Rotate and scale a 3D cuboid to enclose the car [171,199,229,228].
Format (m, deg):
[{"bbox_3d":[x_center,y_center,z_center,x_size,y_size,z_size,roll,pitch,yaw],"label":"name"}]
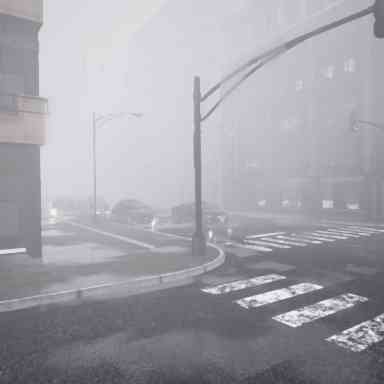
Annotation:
[{"bbox_3d":[0.419,1.434,22.043,2.128,1.511,4.902,-1,1,-35],"label":"car"}]

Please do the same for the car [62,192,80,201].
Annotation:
[{"bbox_3d":[-25.183,0.936,69.189,2.192,1.841,5.009,-1,1,-35],"label":"car"}]

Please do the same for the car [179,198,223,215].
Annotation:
[{"bbox_3d":[0.782,1.360,31.879,1.887,1.381,4.507,-1,1,-35],"label":"car"}]

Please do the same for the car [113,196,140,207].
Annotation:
[{"bbox_3d":[-9.103,1.266,45.971,1.752,1.417,4.829,-1,1,-35],"label":"car"}]

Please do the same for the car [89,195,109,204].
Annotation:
[{"bbox_3d":[-15.573,1.217,55.315,1.752,1.417,4.829,-1,1,-35],"label":"car"}]

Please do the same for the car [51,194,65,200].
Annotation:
[{"bbox_3d":[-31.651,1.125,78.535,2.008,1.369,4.403,-1,1,-35],"label":"car"}]

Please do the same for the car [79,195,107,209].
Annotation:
[{"bbox_3d":[-11.470,1.397,39.230,2.033,1.411,5.357,-1,1,-35],"label":"car"}]

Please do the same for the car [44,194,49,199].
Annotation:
[{"bbox_3d":[-34.982,1.076,83.346,1.752,1.417,4.829,-1,1,-35],"label":"car"}]

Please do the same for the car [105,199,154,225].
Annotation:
[{"bbox_3d":[-4.390,1.509,24.221,1.887,1.381,4.507,-1,1,-35],"label":"car"}]

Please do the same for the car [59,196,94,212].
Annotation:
[{"bbox_3d":[-12.658,1.449,36.388,2.008,1.369,4.403,-1,1,-35],"label":"car"}]

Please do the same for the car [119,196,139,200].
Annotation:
[{"bbox_3d":[-5.467,1.374,30.548,1.882,1.535,5.008,-1,1,-35],"label":"car"}]

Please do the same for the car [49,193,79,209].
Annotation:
[{"bbox_3d":[-15.894,1.313,41.059,1.967,1.590,4.097,-1,1,-35],"label":"car"}]
